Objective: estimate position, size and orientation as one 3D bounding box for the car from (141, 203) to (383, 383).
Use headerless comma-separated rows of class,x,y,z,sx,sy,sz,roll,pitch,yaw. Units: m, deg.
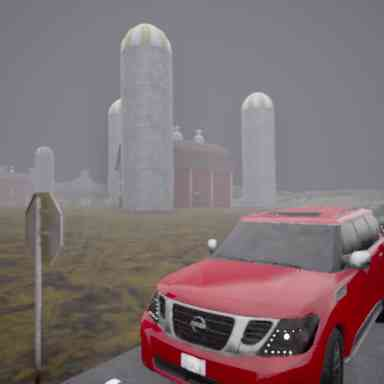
car,1.723,1.311,5.409,2.150,2.045,5.566,-2,-1,39
